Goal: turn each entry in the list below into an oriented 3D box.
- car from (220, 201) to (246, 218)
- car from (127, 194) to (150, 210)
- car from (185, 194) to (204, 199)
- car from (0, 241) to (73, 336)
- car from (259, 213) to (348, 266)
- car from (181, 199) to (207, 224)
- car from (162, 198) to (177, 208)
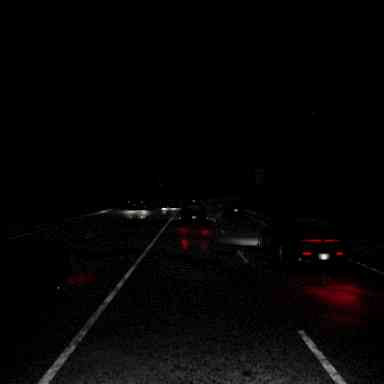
[{"bbox_3d":[3.622,1.550,29.850,2.033,1.411,5.357,0,0,0],"label":"car"},{"bbox_3d":[-6.889,1.226,43.248,2.150,2.045,5.566,0,0,2],"label":"car"},{"bbox_3d":[0.290,1.226,43.045,2.150,2.045,5.566,0,0,1],"label":"car"},{"bbox_3d":[-3.599,1.548,5.198,2.033,1.411,5.357,0,0,0],"label":"car"},{"bbox_3d":[3.607,1.505,11.500,1.837,1.490,4.892,0,0,0],"label":"car"},{"bbox_3d":[0.129,1.528,24.714,1.812,1.442,4.674,0,0,0],"label":"car"},{"bbox_3d":[-3.216,1.552,48.399,2.033,1.411,5.357,0,0,3],"label":"car"}]
